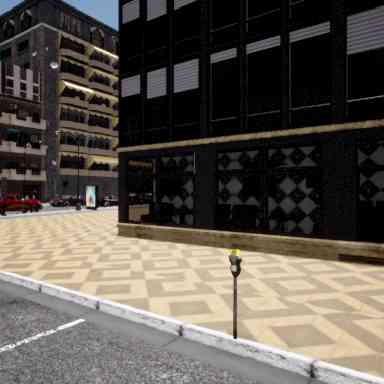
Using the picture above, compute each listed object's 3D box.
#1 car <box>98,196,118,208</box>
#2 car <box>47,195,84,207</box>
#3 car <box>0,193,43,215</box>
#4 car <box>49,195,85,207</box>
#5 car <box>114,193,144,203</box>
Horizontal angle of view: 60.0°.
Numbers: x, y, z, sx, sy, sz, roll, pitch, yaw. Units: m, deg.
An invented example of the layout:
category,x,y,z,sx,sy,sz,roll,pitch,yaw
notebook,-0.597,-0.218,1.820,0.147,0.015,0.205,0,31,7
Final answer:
category,x,y,z,sx,sy,sz,roll,pitch,yaw
car,-9.271,1.072,37.901,1.947,1.339,4.313,1,2,35
car,-16.166,1.074,42.663,1.802,1.307,4.206,1,2,35
car,-15.642,1.029,28.813,2.192,1.841,5.009,1,2,35
car,-14.699,1.082,40.274,1.994,1.385,4.181,0,1,35
car,-9.795,0.834,51.742,2.008,1.369,4.403,2,2,35
